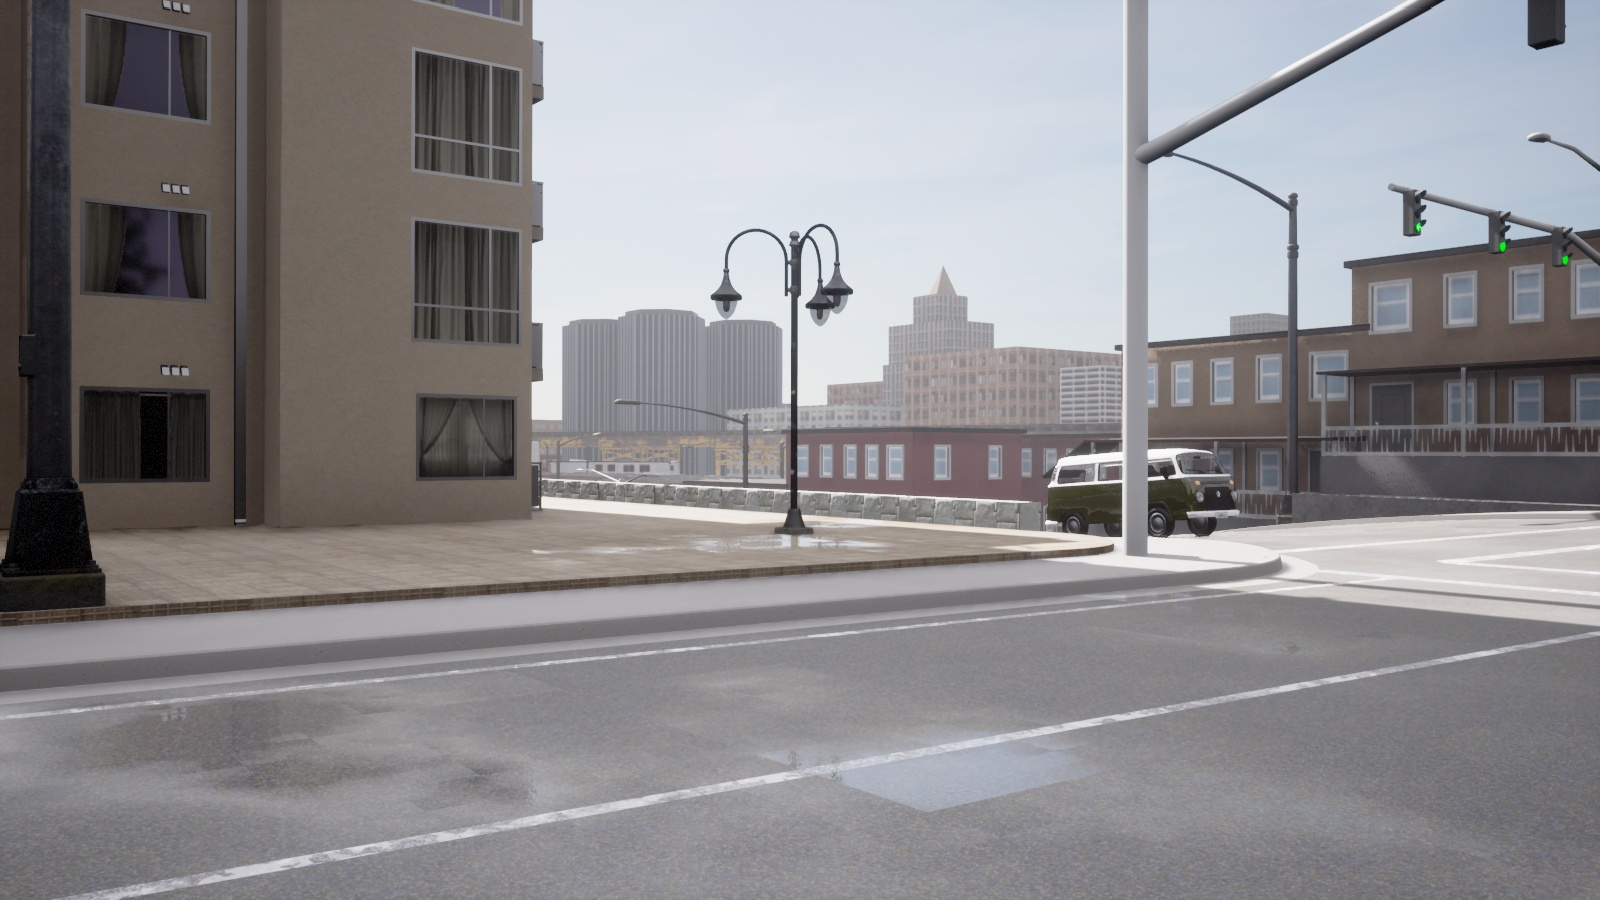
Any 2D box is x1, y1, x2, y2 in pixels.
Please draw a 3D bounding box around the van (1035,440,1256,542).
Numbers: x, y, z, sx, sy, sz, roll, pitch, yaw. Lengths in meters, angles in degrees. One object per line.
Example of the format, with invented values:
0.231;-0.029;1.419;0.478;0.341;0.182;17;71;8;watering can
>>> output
7.825;0.996;28.884;2.069;2.038;4.480;0;-5;-36;van
